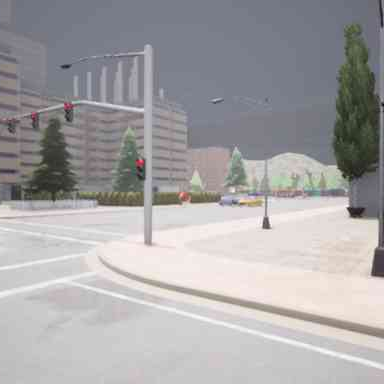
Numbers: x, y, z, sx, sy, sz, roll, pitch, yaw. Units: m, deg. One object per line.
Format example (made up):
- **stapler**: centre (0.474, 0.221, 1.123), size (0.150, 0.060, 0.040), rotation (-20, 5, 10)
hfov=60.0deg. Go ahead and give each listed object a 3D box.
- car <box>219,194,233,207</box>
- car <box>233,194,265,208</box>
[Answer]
- **car**: centre (5.836, 1.430, 50.357), size (1.812, 1.442, 4.674), rotation (0, 0, 36)
- **car**: centre (8.331, 1.395, 47.843), size (1.882, 1.535, 5.008), rotation (0, 0, 36)
